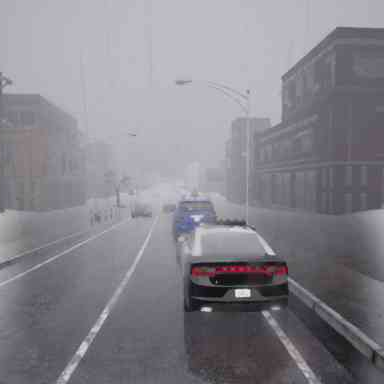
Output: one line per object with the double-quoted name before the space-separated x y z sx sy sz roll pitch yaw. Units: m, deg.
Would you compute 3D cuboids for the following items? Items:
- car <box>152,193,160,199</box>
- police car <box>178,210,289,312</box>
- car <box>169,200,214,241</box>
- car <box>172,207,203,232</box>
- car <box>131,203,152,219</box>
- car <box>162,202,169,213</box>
"car" -9.570 0.952 88.481 2.128 1.511 4.902 0 1 -5
"police car" 0.708 1.464 7.981 1.930 1.638 5.238 0 -1 -3
"car" 0.048 1.435 17.985 2.150 2.045 5.566 0 -1 -5
"car" -0.433 1.853 23.954 1.882 1.535 5.008 0 -2 -5
"car" -5.471 1.999 36.557 2.097 1.767 4.553 0 -1 -5
"car" -3.145 2.130 46.738 1.882 1.535 5.008 0 0 -4
